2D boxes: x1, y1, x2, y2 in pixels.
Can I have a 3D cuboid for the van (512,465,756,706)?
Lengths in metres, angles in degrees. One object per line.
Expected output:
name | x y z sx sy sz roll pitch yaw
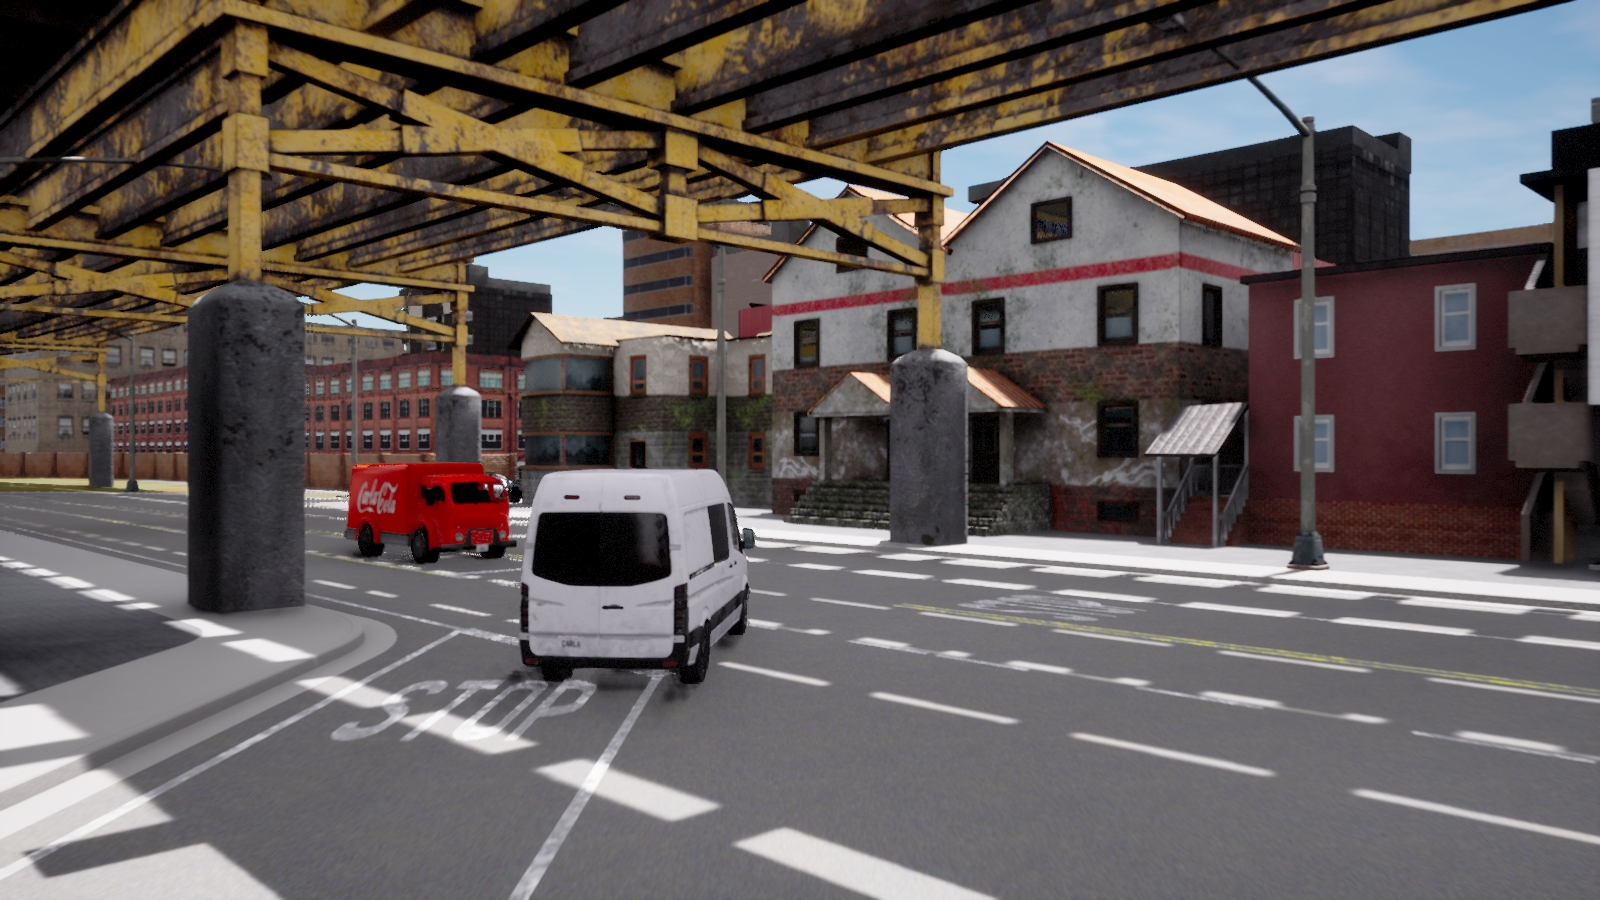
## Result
van | -1.964 1.531 15.613 1.988 2.561 5.915 0 0 5

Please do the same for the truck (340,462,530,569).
truck | -9.524 1.566 29.571 2.627 2.467 5.204 0 0 -45
